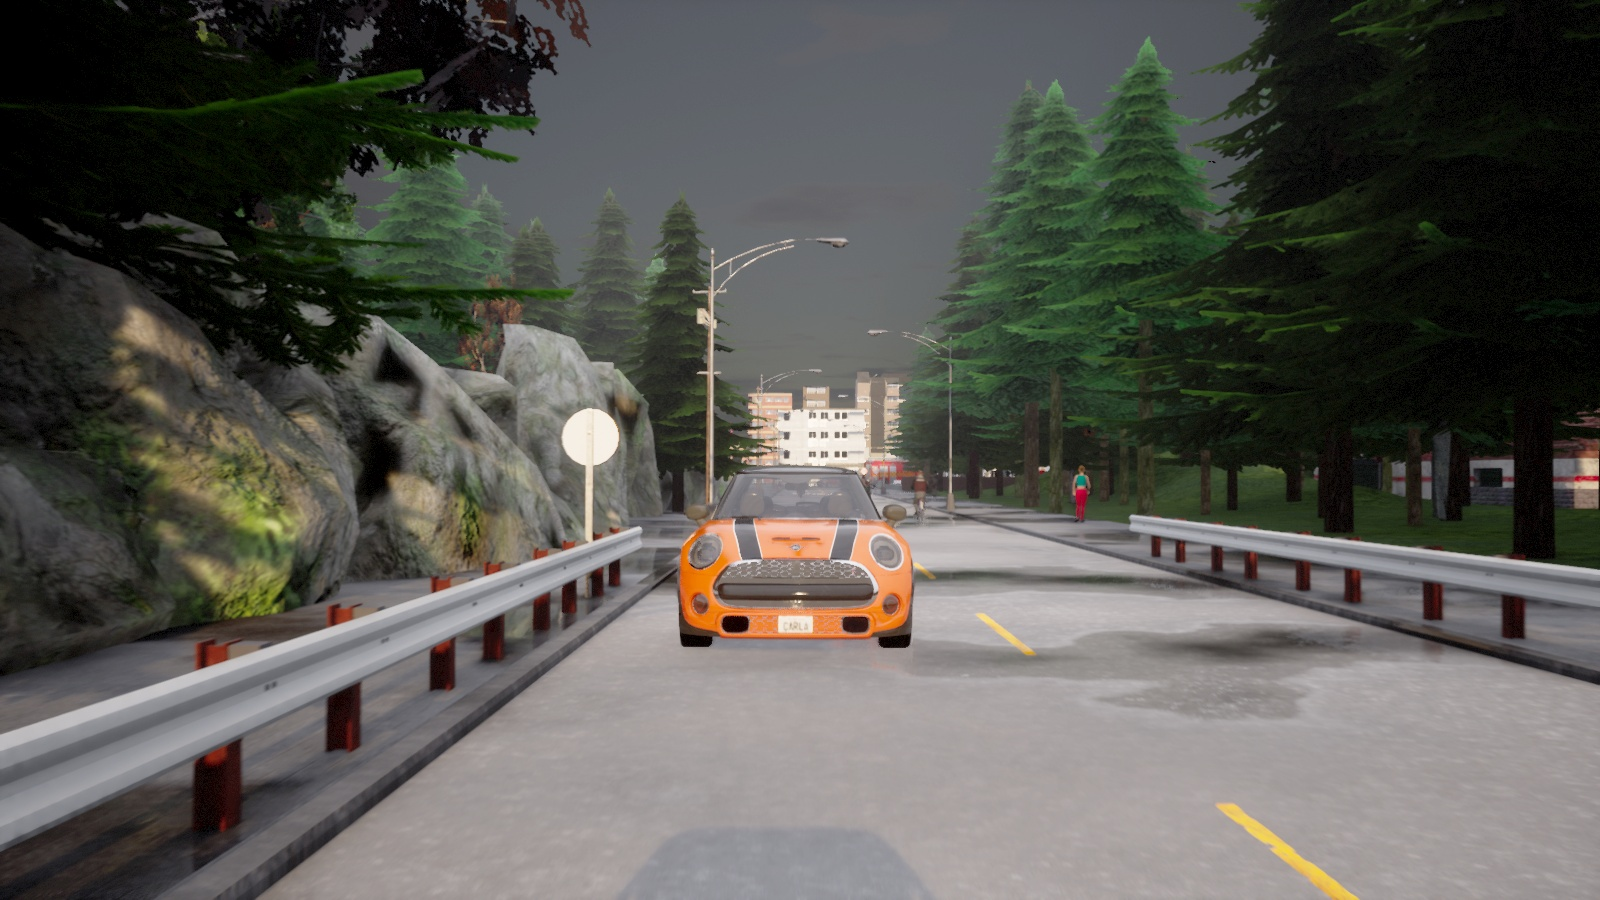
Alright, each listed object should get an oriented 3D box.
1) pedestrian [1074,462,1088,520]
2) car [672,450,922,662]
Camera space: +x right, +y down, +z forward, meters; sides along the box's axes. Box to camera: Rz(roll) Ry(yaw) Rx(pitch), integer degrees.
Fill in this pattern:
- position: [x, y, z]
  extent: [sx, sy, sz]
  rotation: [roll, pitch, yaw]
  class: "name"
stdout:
- position: [8.978, 1.291, 40.112]
  extent: [0.345, 1.836, 0.594]
  rotation: [-1, -1, 20]
  class: "pedestrian"
- position: [-0.032, 0.934, 12.819]
  extent: [2.097, 1.767, 4.553]
  rotation: [0, -1, 0]
  class: "car"
